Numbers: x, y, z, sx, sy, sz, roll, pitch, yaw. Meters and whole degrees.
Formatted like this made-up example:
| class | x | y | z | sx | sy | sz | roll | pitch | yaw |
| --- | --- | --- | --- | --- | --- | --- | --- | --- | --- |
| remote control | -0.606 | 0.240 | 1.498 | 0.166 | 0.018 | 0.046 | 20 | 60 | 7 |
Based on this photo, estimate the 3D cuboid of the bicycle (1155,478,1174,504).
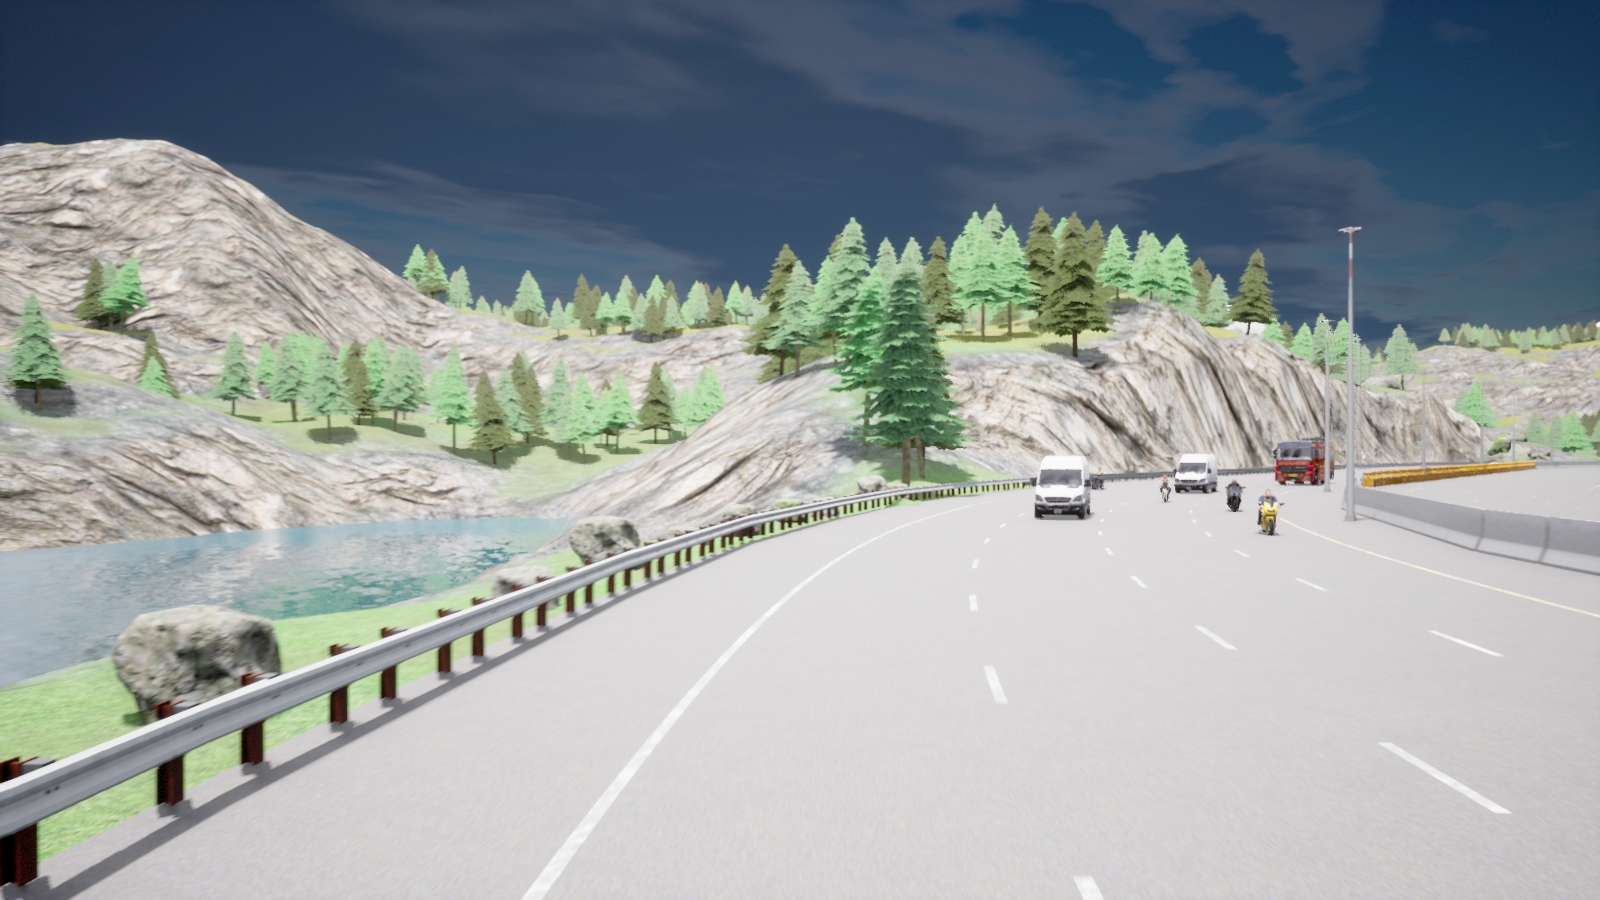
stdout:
| class | x | y | z | sx | sy | sz | roll | pitch | yaw |
| --- | --- | --- | --- | --- | --- | --- | --- | --- | --- |
| bicycle | 19.447 | 2.178 | 60.876 | 0.859 | 1.295 | 1.487 | 0 | 0 | 22 |

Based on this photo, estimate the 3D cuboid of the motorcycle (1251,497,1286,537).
| class | x | y | z | sx | sy | sz | roll | pitch | yaw |
| --- | --- | --- | --- | --- | --- | --- | --- | --- | --- |
| motorcycle | 15.491 | 2.200 | 37.843 | 0.803 | 1.217 | 2.033 | 0 | 0 | 15 |

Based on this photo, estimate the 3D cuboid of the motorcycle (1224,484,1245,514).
| class | x | y | z | sx | sy | sz | roll | pitch | yaw |
| --- | --- | --- | --- | --- | --- | --- | --- | --- | --- |
| motorcycle | 19.812 | 2.235 | 52.124 | 0.867 | 1.251 | 2.209 | 0 | 0 | 20 |

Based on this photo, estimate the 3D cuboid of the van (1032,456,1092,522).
| class | x | y | z | sx | sy | sz | roll | pitch | yaw |
| --- | --- | --- | --- | --- | --- | --- | --- | --- | --- |
| van | 11.039 | 1.551 | 47.812 | 1.988 | 2.561 | 5.915 | 0 | 0 | 17 |
